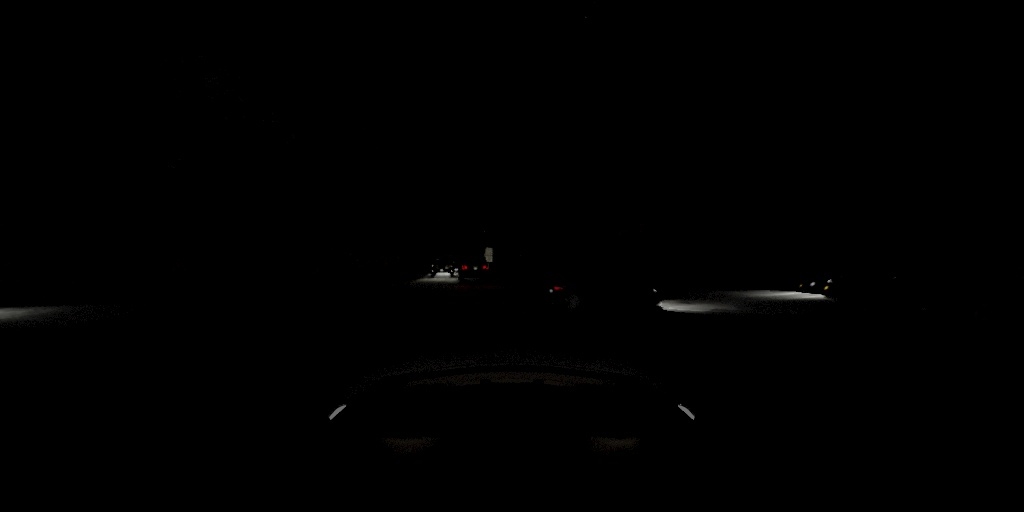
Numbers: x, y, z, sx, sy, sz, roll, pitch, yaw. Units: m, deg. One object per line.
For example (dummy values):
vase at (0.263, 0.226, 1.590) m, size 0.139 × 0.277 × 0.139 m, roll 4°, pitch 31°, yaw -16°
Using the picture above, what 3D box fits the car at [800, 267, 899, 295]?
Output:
car at (17.700, 1.277, 18.921) m, size 4.181 × 1.385 × 1.994 m, roll 0°, pitch 0°, yaw -5°

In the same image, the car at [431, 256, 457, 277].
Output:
car at (-7.109, 1.025, 37.084) m, size 2.150 × 2.045 × 5.566 m, roll 0°, pitch 0°, yaw -8°

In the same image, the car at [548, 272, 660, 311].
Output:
car at (3.505, 1.316, 14.013) m, size 4.181 × 1.385 × 1.994 m, roll 0°, pitch 0°, yaw -4°

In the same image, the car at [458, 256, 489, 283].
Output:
car at (-3.150, 1.019, 29.090) m, size 2.150 × 2.045 × 5.566 m, roll 0°, pitch 0°, yaw -10°
